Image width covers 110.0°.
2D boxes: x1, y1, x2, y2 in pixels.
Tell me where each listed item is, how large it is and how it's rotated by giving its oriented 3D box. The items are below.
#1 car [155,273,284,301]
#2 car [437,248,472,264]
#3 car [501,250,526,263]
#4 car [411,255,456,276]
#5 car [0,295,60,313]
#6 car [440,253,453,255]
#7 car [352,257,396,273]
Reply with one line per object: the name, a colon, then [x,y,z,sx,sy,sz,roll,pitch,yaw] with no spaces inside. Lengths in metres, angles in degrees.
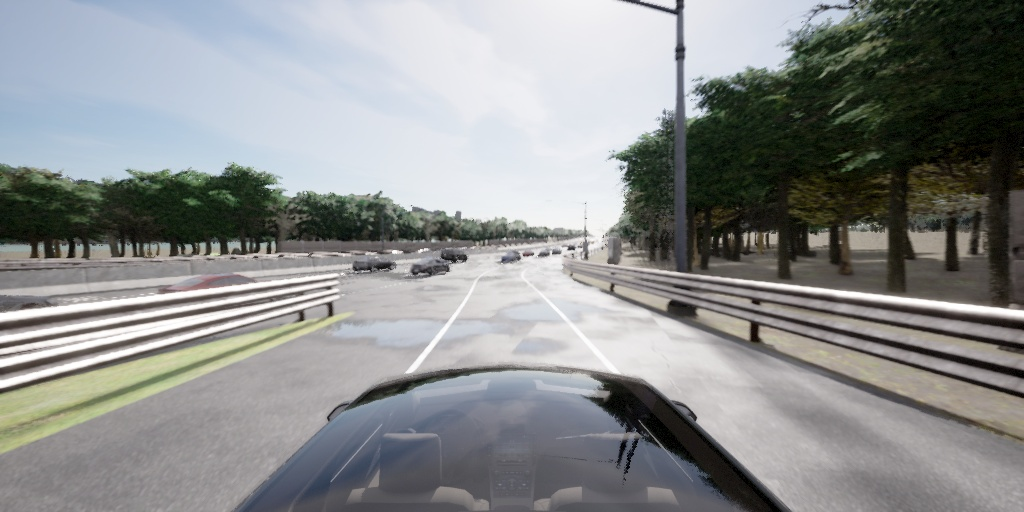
car: [-11.982,1.452,15.124,1.812,1.442,4.674,0,2,17]
car: [-8.185,-0.012,50.762,2.150,2.045,5.566,0,2,17]
car: [-0.067,0.213,53.260,2.033,1.411,5.357,0,2,17]
car: [-7.008,0.930,31.160,1.812,1.442,4.674,0,2,17]
car: [-16.986,1.624,10.788,1.994,1.385,4.181,0,2,17]
car: [-8.447,0.739,38.276,1.994,1.385,4.181,0,2,17]
car: [-13.229,0.795,34.714,2.128,1.511,4.902,0,2,17]
